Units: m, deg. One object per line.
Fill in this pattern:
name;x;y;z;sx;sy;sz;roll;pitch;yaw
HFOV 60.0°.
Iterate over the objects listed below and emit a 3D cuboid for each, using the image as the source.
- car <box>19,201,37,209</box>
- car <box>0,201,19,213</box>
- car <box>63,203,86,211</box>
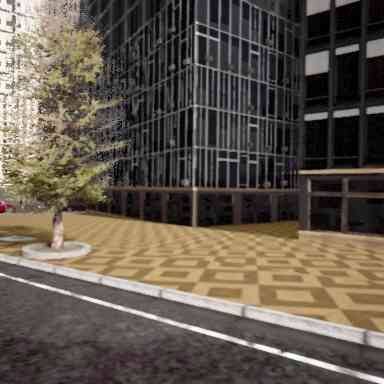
car;-28.002;2.270;57.693;4.403;1.369;2.008;0;1;-34
car;-28.229;2.140;47.986;5.009;1.841;2.192;0;1;-34
car;-18.874;2.421;54.389;4.507;1.381;1.887;0;1;-34
